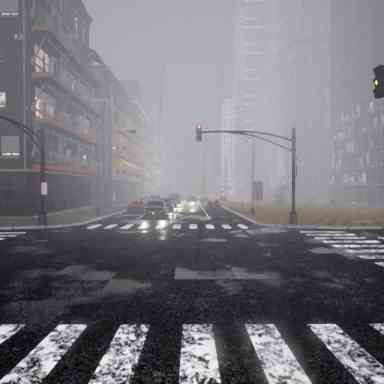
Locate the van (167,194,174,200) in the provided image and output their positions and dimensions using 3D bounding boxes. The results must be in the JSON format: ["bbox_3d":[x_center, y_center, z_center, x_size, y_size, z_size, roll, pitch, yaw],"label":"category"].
[{"bbox_3d":[-5.822,1.349,91.809,1.690,1.788,3.998,-1,0,0],"label":"van"}]

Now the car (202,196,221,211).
[{"bbox_3d":[2.594,1.540,41.038,1.887,1.381,4.507,-1,0,0],"label":"car"}]

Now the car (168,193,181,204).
[{"bbox_3d":[-3.115,1.220,59.280,2.150,2.045,5.566,0,0,1],"label":"car"}]

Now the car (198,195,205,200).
[{"bbox_3d":[2.527,1.534,92.049,1.752,1.417,4.829,-1,0,0],"label":"car"}]

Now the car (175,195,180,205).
[{"bbox_3d":[-3.152,1.522,48.723,1.812,1.442,4.674,0,0,0],"label":"car"}]

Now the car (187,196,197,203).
[{"bbox_3d":[0.012,1.478,69.752,1.882,1.535,5.008,0,0,0],"label":"car"}]

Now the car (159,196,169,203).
[{"bbox_3d":[-5.789,1.583,69.214,1.802,1.307,4.206,-1,0,0],"label":"car"}]

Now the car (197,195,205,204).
[{"bbox_3d":[2.565,1.550,63.633,2.008,1.369,4.403,-1,0,0],"label":"car"}]

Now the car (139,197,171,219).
[{"bbox_3d":[-3.136,1.500,29.293,1.837,1.490,4.892,0,0,0],"label":"car"}]

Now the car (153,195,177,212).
[{"bbox_3d":[-3.145,1.473,38.840,1.882,1.535,5.008,0,0,0],"label":"car"}]

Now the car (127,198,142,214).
[{"bbox_3d":[-5.746,1.540,35.320,1.887,1.381,4.507,-1,0,0],"label":"car"}]

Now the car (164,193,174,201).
[{"bbox_3d":[-5.815,1.321,86.161,2.192,1.841,5.009,-1,0,0],"label":"car"}]

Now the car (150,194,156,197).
[{"bbox_3d":[-5.755,1.435,40.969,1.967,1.590,4.097,-1,0,0],"label":"car"}]

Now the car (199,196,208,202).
[{"bbox_3d":[2.550,1.547,74.931,1.887,1.381,4.507,-1,0,0],"label":"car"}]
